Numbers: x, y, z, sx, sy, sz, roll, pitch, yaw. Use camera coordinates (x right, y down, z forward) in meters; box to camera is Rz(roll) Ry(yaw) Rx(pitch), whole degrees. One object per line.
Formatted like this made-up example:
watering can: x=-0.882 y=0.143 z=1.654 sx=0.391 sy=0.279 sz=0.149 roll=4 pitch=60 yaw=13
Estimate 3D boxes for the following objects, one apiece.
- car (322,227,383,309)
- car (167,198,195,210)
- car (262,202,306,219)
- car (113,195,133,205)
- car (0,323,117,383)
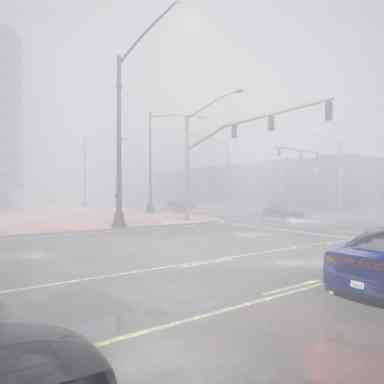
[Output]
car: x=4.928 y=1.478 z=7.262 sx=5.008 sy=1.535 sz=1.882 roll=0 pitch=0 yaw=-35
car: x=-1.493 y=1.493 z=43.598 sx=2.128 sy=1.511 sz=4.902 roll=0 pitch=0 yaw=-36
car: x=7.861 y=1.565 z=28.743 sx=1.994 sy=1.385 sz=4.181 roll=0 pitch=0 yaw=-20
car: x=-12.084 y=1.351 z=58.489 sx=2.097 sy=1.767 sz=4.553 roll=0 pitch=0 yaw=-35
car: x=-2.804 y=1.505 z=1.754 sx=4.892 sy=1.490 sz=1.837 roll=0 pitch=0 yaw=-35
